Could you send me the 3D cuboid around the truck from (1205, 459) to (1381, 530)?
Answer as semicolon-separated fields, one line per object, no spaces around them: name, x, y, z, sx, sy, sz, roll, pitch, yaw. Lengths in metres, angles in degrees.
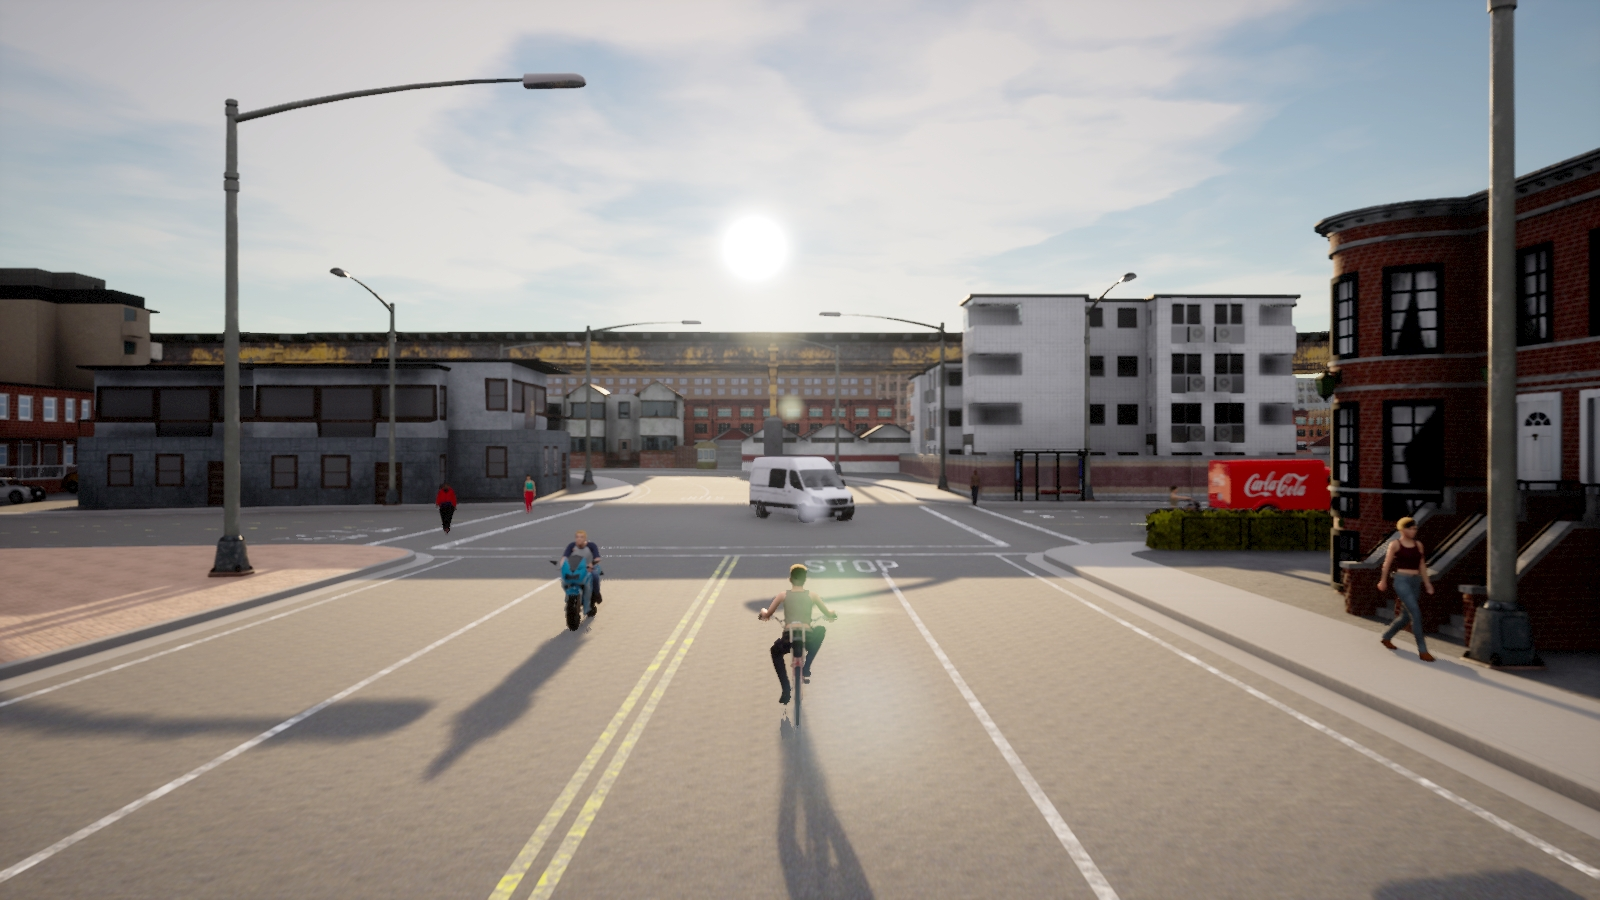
truck;17.670;1.569;41.197;5.204;2.467;2.627;0;0;1

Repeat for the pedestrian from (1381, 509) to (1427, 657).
pedestrian;7.797;1.699;14.748;0.375;1.860;0.375;0;0;-9

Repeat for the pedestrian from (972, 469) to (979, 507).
pedestrian;8.596;1.849;55.978;0.375;1.860;0.375;0;0;9

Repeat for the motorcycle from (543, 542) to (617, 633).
motorcycle;-3.513;2.174;18.411;0.803;1.224;2.033;0;0;0

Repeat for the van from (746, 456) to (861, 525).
van;0.042;1.558;46.282;1.988;2.561;5.915;-1;0;-29

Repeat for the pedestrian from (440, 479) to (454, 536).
pedestrian;-11.695;1.894;37.846;0.375;1.860;0.375;0;0;-7

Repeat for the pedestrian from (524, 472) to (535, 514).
pedestrian;-11.903;1.895;50.265;0.375;1.860;0.375;0;0;0

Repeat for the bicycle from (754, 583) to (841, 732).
bicycle;-0.020;2.146;12.076;0.859;1.301;1.487;0;0;0
